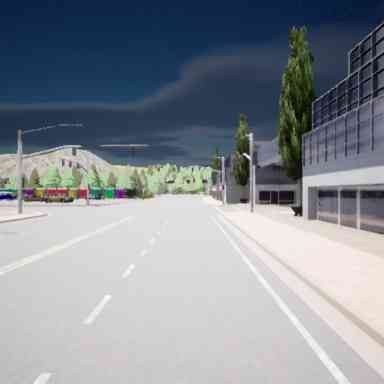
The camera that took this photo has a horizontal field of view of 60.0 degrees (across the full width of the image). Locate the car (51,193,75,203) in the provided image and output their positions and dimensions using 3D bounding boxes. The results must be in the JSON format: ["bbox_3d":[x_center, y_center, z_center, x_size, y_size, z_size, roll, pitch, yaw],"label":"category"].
[{"bbox_3d":[-24.909,1.118,64.277,3.866,1.878,1.905,0,0,0],"label":"car"}]

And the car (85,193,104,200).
[{"bbox_3d":[-24.932,1.121,83.901,3.866,1.878,1.905,0,0,0],"label":"car"}]

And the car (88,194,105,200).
[{"bbox_3d":[-24.919,1.361,86.796,3.806,1.475,1.970,0,0,0],"label":"car"}]

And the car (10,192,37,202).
[{"bbox_3d":[-42.453,1.116,83.893,4.605,1.855,1.932,0,0,0],"label":"car"}]

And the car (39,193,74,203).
[{"bbox_3d":[-24.966,1.115,61.383,4.605,1.855,1.932,0,0,0],"label":"car"}]
